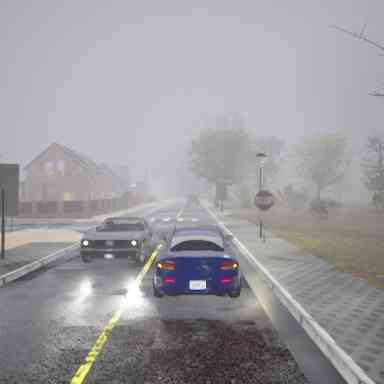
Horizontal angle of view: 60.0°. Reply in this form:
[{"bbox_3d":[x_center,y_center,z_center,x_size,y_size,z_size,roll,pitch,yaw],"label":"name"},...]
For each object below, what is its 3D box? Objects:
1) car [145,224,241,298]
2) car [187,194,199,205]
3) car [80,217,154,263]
[{"bbox_3d":[0.106,1.532,8.380,1.812,1.442,4.674,0,0,0],"label":"car"},{"bbox_3d":[0.227,1.381,64.755,2.150,2.045,5.566,0,0,0],"label":"car"},{"bbox_3d":[-2.505,1.612,12.132,1.895,1.301,4.718,0,0,-1],"label":"car"}]
